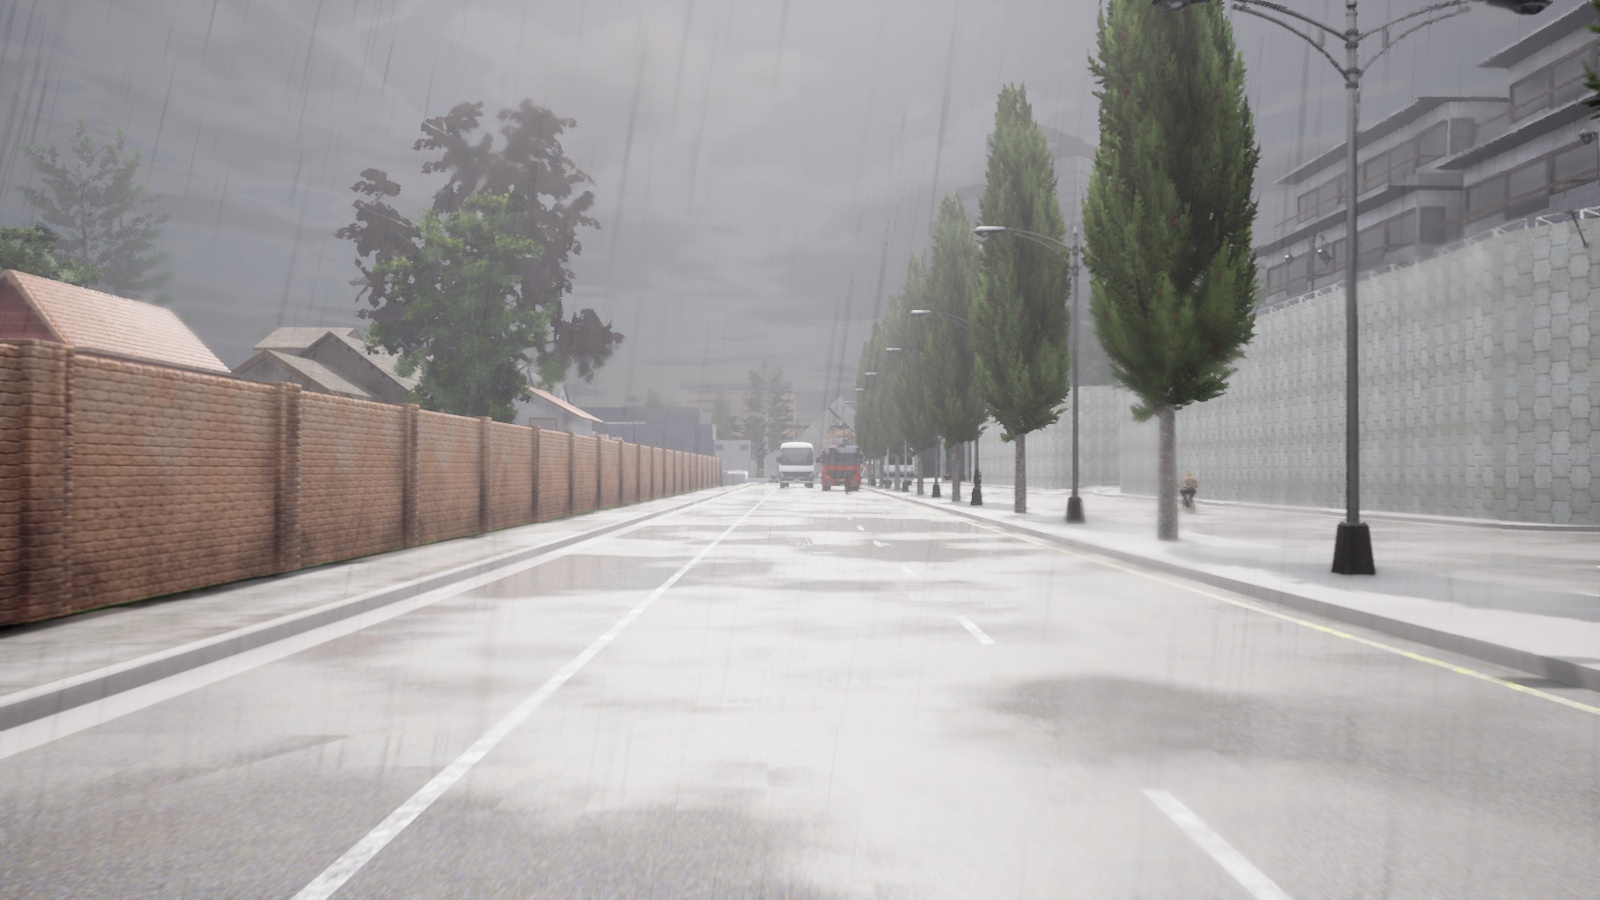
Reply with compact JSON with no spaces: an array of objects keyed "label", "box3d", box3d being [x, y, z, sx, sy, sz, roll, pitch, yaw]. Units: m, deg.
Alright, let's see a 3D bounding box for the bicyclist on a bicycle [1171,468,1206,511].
[{"label":"bicyclist on a bicycle","box3d":[14.877,1.498,48.165,0.866,1.612,1.509,0,-1,0]}]
